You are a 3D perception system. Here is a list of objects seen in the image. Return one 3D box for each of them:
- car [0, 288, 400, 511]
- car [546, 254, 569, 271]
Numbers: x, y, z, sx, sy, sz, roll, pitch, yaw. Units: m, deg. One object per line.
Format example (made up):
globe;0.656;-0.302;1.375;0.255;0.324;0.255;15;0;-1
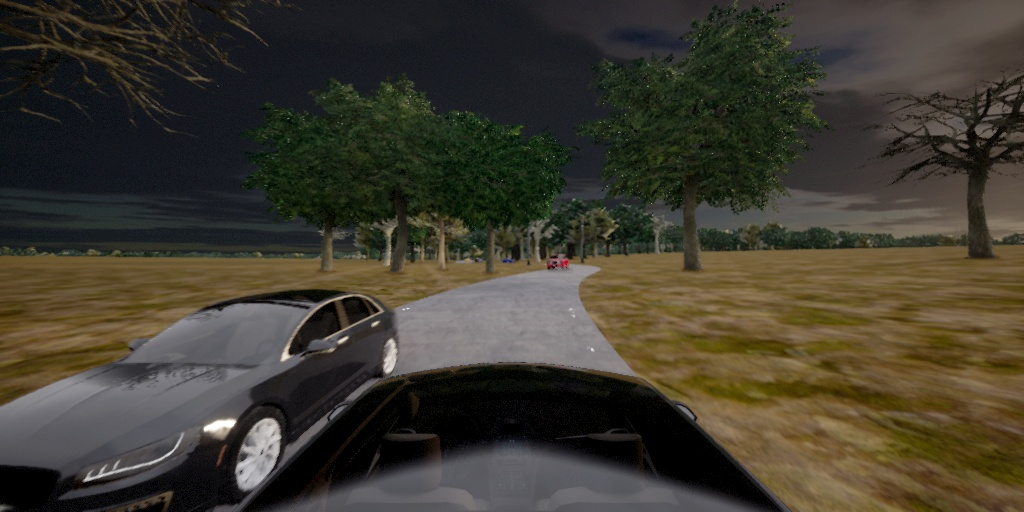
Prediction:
car;-2.934;1.235;4.468;1.837;1.490;4.892;0;0;2
car;6.018;0.792;46.597;2.150;2.045;5.566;0;0;18
